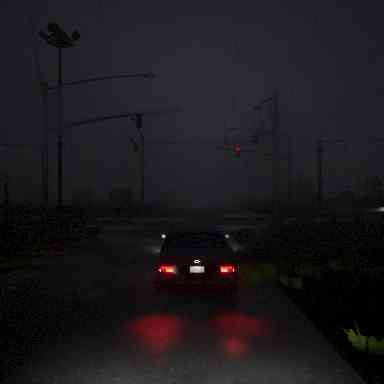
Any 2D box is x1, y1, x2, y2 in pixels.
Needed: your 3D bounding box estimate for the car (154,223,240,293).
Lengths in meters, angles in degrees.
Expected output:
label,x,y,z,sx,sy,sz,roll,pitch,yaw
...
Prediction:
label,x,y,z,sx,sy,sz,roll,pitch,yaw
car,0.094,1.547,8.956,2.033,1.411,5.357,0,0,0
